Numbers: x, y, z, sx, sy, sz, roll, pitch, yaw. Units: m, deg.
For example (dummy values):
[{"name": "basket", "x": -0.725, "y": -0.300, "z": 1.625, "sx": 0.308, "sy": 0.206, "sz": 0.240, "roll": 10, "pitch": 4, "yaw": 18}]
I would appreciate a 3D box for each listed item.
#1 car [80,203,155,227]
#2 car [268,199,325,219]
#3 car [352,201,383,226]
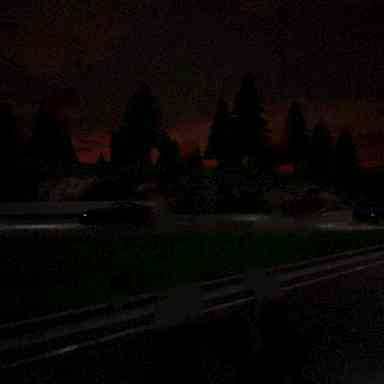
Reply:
[{"name": "car", "x": -4.907, "y": 1.463, "z": 22.259, "sx": 4.902, "sy": 1.511, "sz": 2.128, "roll": 0, "pitch": 0, "yaw": -8}, {"name": "car", "x": 8.854, "y": 1.371, "z": 28.205, "sx": 5.008, "sy": 1.535, "sz": 1.882, "roll": 0, "pitch": 0, "yaw": -19}, {"name": "car", "x": 13.031, "y": 1.365, "z": 22.264, "sx": 5.008, "sy": 1.535, "sz": 1.882, "roll": 0, "pitch": 0, "yaw": -21}]
